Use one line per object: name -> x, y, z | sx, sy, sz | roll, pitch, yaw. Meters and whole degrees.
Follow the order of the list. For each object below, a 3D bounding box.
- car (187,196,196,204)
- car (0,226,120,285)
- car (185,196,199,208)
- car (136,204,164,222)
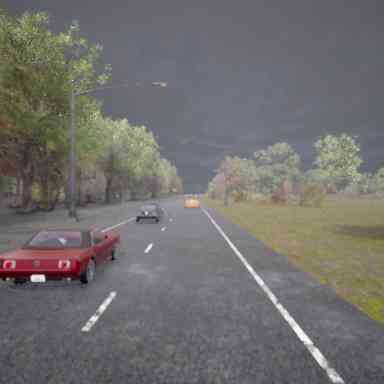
car -> -0.114, 1.678, 73.016 | 2.097, 1.767, 4.553 | 0, 0, 0
car -> -3.416, 1.645, 9.615 | 1.895, 1.301, 4.718 | 0, 0, 0
car -> 0.016, 1.582, 52.420 | 2.097, 1.767, 4.553 | 0, 0, 0
car -> -3.445, 1.669, 27.672 | 2.033, 1.411, 5.357 | 0, 0, 0
